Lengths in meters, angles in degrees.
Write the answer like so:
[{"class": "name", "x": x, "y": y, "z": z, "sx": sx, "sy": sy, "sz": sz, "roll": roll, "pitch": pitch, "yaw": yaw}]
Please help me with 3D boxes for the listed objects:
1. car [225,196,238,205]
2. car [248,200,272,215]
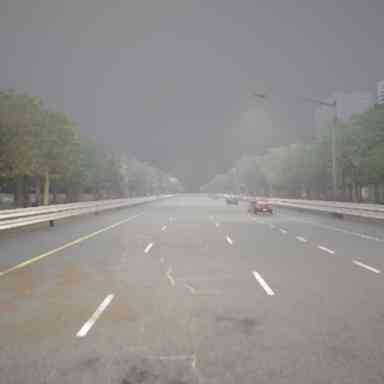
[{"class": "car", "x": 7.009, "y": 1.532, "z": 59.247, "sx": 2.128, "sy": 1.511, "sz": 4.902, "roll": 0, "pitch": 0, "yaw": 0}, {"class": "car", "x": 6.991, "y": 1.545, "z": 34.229, "sx": 1.812, "sy": 1.442, "sz": 4.674, "roll": 0, "pitch": 0, "yaw": 0}]
